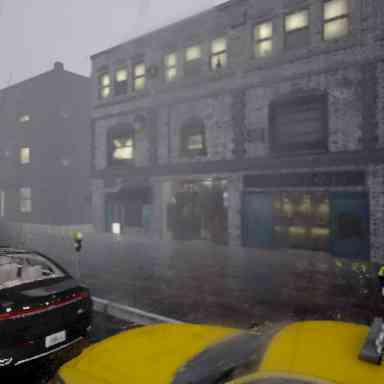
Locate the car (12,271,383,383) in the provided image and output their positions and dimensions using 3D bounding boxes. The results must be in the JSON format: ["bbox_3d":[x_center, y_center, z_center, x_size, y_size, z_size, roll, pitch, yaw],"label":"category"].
[{"bbox_3d":[0.919,1.529,2.225,4.829,1.417,1.752,0,-1,36],"label":"car"}]

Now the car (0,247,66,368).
[{"bbox_3d":[-3.441,1.563,5.348,4.403,1.369,2.008,0,-1,36],"label":"car"}]
